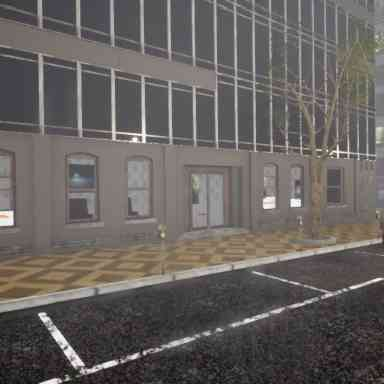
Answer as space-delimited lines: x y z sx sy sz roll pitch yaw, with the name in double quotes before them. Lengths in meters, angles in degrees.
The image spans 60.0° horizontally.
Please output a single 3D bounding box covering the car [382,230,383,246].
"car" 9.345 1.436 13.264 4.097 1.590 1.967 0 -1 -36
